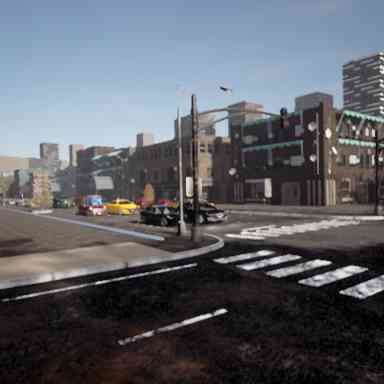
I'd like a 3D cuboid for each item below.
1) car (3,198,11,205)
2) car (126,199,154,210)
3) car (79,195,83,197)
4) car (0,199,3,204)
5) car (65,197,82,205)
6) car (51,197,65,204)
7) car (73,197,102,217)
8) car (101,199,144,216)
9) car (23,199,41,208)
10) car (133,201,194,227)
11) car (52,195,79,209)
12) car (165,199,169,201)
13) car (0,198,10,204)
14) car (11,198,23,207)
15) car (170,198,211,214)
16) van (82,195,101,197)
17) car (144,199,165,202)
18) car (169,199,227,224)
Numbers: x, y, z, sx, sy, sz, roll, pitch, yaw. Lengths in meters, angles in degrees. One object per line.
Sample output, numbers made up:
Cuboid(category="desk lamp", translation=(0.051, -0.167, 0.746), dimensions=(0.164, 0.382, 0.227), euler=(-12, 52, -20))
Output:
Cuboid(category="car", translation=(-40.108, 2.108, 74.033), dimensions=(1.967, 1.590, 4.097), euler=(-3, 1, -37))
Cuboid(category="car", translation=(-6.863, 1.566, 43.608), dimensions=(1.802, 1.307, 4.206), euler=(-3, 1, -37))
Cuboid(category="car", translation=(-20.141, 1.527, 61.329), dimensions=(2.192, 1.841, 5.009), euler=(-3, 1, -37))
Cuboid(category="car", translation=(-43.421, 2.272, 78.467), dimensions=(2.008, 1.369, 4.403), euler=(-3, 1, -37))
Cuboid(category="car", translation=(-23.449, 1.812, 65.764), dimensions=(1.887, 1.381, 4.507), euler=(-3, 1, -37))
Cuboid(category="car", translation=(-30.082, 1.942, 74.627), dimensions=(1.947, 1.339, 4.313), euler=(-3, 1, -37))
Cuboid(category="car", translation=(-10.256, 1.604, 34.152), dimensions=(1.967, 1.590, 4.097), euler=(-3, 1, -37))
Cuboid(category="car", translation=(-7.268, 1.551, 34.501), dimensions=(1.882, 1.535, 5.008), euler=(-2, 1, -37))
Cuboid(category="car", translation=(-26.735, 1.974, 56.174), dimensions=(1.752, 1.417, 4.829), euler=(-3, 1, -37))
Cuboid(category="car", translation=(-2.033, 1.582, 22.972), dimensions=(1.947, 1.339, 4.313), euler=(-3, 1, -37))
Cuboid(category="car", translation=(-19.884, 1.508, 51.503), dimensions=(2.150, 2.045, 5.566), euler=(-2, 0, -37))
Cuboid(category="car", translation=(-0.088, 1.377, 30.245), dimensions=(1.882, 1.535, 5.008), euler=(-2, 1, -37))
Cuboid(category="car", translation=(-46.737, 2.319, 82.897), dimensions=(1.887, 1.381, 4.507), euler=(-3, 1, -37))
Cuboid(category="car", translation=(-33.471, 2.110, 65.173), dimensions=(2.008, 1.369, 4.403), euler=(-3, 1, -37))
Cuboid(category="car", translation=(-0.231, 1.417, 34.745), dimensions=(2.008, 1.369, 4.403), euler=(-3, 1, -37))
Cuboid(category="van", translation=(-16.823, 1.498, 56.899), dimensions=(1.690, 1.788, 3.998), euler=(-3, 1, -37))
Cuboid(category="car", translation=(-3.547, 1.508, 39.177), dimensions=(1.802, 1.307, 4.206), euler=(-3, 1, -37))
Cuboid(category="car", translation=(0.505, 1.437, 24.153), dimensions=(1.837, 1.490, 4.892), euler=(-2, 1, -34))
